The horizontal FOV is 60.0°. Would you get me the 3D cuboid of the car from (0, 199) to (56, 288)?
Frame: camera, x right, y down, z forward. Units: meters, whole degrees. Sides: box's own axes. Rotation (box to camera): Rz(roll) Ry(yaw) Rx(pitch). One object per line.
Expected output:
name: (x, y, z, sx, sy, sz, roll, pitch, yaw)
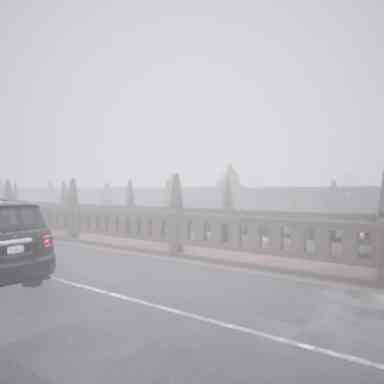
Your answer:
car: (-5.563, 1.193, 7.959, 5.566, 2.045, 2.150, 0, 0, 36)
